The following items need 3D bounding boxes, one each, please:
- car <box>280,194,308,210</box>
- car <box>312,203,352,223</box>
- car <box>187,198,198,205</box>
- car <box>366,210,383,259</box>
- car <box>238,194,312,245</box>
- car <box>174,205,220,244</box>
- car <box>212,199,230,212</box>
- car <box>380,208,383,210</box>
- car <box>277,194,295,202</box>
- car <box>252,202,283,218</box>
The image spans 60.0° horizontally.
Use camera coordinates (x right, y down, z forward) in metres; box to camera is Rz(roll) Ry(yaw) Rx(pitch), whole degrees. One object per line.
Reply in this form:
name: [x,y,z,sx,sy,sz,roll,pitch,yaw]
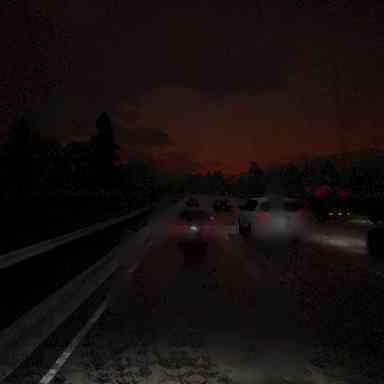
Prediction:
car: [14.098,1.332,46.406,2.150,2.045,5.566,0,0,0]
car: [10.597,1.610,26.277,2.033,1.411,5.357,0,0,0]
car: [0.096,1.702,58.551,1.994,1.385,4.181,0,0,0]
car: [7.098,1.515,9.887,2.128,1.511,4.902,0,0,0]
car: [3.597,1.260,15.996,2.150,2.045,5.566,0,0,0]
car: [0.099,1.586,16.132,2.033,1.411,5.357,0,0,0]
car: [3.599,1.588,40.896,2.128,1.511,4.902,0,0,0]
car: [14.102,1.579,22.697,1.812,1.442,4.674,0,0,0]
car: [22.917,1.405,81.449,3.866,1.878,1.905,0,0,0]
car: [7.099,1.676,31.854,1.895,1.301,4.718,0,0,0]
